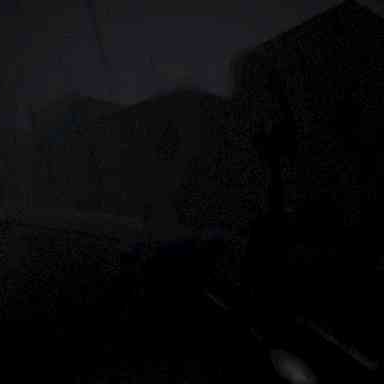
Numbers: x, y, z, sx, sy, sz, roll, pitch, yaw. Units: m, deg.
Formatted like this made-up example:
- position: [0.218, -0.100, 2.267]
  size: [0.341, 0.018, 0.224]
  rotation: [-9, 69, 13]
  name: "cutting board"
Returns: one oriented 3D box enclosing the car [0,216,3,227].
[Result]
- position: [-16.332, 2.019, 25.886]
  size: [4.181, 1.385, 1.994]
  rotation: [-1, -1, 45]
  name: "car"
